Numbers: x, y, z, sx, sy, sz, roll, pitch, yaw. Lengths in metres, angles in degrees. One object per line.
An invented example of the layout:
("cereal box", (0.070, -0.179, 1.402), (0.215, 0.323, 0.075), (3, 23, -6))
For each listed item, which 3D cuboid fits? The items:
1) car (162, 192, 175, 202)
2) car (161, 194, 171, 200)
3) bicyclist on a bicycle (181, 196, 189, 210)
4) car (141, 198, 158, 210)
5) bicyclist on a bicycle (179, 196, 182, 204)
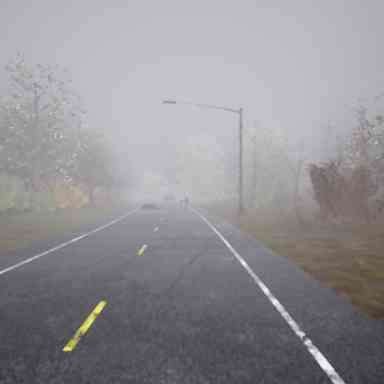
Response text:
("car", (-4.852, 1.111, 70.828), (2.150, 2.045, 5.566), (0, 0, -8))
("car", (-6.355, 1.206, 81.420), (1.882, 1.535, 5.008), (0, 0, -9))
("bicyclist on a bicycle", (-0.630, 1.418, 40.107), (0.582, 1.620, 1.656), (0, 0, -4))
("car", (-5.364, 1.444, 42.118), (1.882, 1.535, 5.008), (0, 0, -5))
("bicyclist on a bicycle", (-1.526, 1.378, 50.227), (0.866, 1.612, 1.509), (0, 0, -5))
